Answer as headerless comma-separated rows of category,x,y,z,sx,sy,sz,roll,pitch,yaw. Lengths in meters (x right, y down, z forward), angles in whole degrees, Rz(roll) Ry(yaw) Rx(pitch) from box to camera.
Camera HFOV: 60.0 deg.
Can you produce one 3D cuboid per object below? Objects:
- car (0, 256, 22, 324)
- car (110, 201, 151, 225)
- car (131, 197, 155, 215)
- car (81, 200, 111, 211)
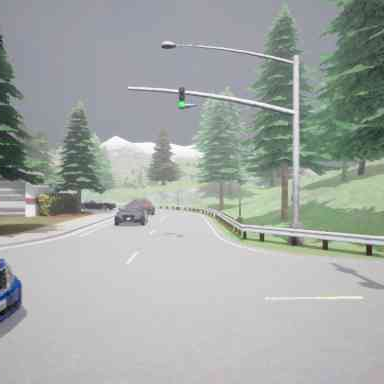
car,-5.684,1.346,5.058,5.566,2.045,2.150,1,0,-2
car,-4.238,1.562,23.674,1.994,1.385,4.181,0,0,-3
car,-5.169,1.349,33.455,2.097,1.767,4.553,0,0,-20
car,-11.819,1.603,41.128,4.718,1.301,1.895,0,0,14
